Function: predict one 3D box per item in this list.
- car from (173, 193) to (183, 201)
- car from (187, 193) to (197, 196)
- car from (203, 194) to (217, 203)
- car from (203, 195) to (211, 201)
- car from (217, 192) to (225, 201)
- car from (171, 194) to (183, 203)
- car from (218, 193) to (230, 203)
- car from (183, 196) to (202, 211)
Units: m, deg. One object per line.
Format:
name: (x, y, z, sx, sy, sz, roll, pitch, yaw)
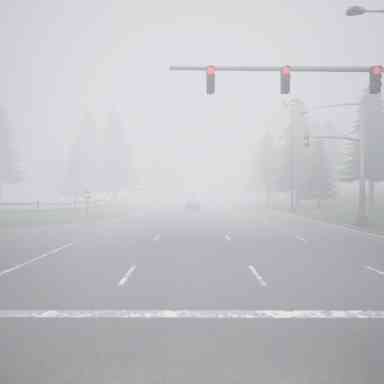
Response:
car: (-3.410, 1.188, 80.755, 2.097, 1.767, 4.553, 0, 0, 0)
car: (0.079, 1.545, 70.778, 1.994, 1.385, 4.181, 0, 0, 0)
car: (3.578, 1.517, 70.357, 2.128, 1.511, 4.902, 0, 0, 0)
car: (3.590, 1.428, 80.807, 1.895, 1.301, 4.718, 0, 0, 0)
car: (7.090, 1.058, 80.803, 2.150, 2.045, 5.566, 0, 0, 0)
car: (-3.422, 1.531, 70.365, 2.033, 1.411, 5.357, 0, 0, 0)
car: (7.079, 1.517, 70.770, 1.812, 1.442, 4.674, 0, 0, 0)
car: (0.044, 1.526, 39.748, 1.812, 1.442, 4.674, 0, 0, 0)
